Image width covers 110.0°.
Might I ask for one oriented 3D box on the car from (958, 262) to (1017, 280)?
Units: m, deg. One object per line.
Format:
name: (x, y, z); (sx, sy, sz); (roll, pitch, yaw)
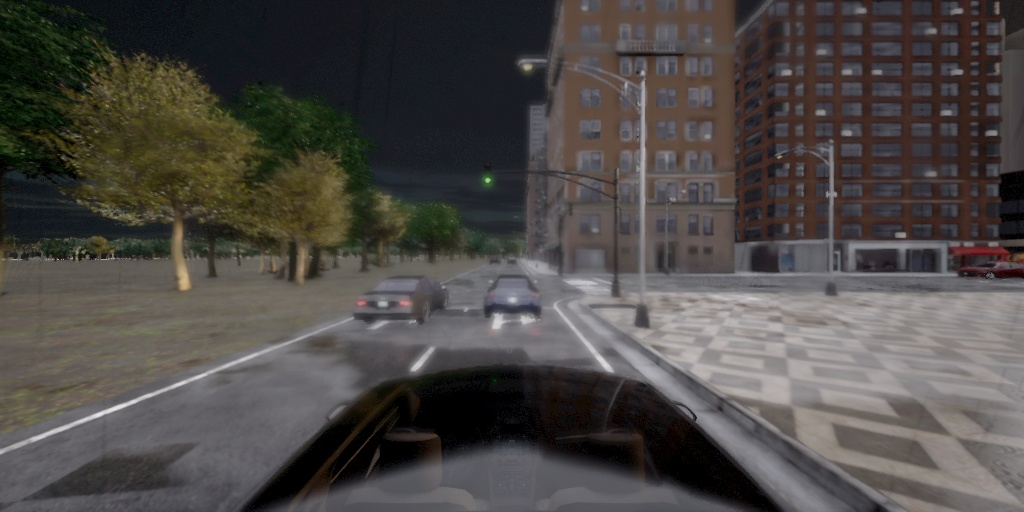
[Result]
car: (41.728, 1.269, 30.939); (5.008, 1.535, 1.882); (0, 0, 1)

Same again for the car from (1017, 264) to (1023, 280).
car: (42.727, 1.358, 27.677); (4.181, 1.385, 1.994); (0, 0, 1)

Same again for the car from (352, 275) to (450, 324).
car: (-3.469, 1.355, 12.201); (2.033, 1.411, 5.357); (0, 0, 1)

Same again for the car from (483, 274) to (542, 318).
car: (0.043, 1.374, 13.390); (1.994, 1.385, 4.181); (0, 0, 1)
